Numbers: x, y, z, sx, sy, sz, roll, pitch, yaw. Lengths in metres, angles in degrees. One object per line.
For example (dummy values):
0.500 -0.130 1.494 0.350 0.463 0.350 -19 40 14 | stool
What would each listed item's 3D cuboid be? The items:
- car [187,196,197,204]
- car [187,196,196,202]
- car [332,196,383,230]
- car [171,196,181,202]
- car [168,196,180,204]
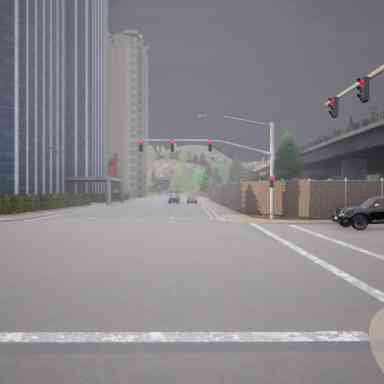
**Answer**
0.009 1.564 64.585 1.994 1.385 4.181 0 0 0 | car
-0.104 1.595 74.547 1.895 1.301 4.718 0 0 0 | car
11.816 1.277 20.920 5.566 2.045 2.150 0 0 0 | car
-3.603 1.540 74.406 2.033 1.411 5.357 0 0 0 | car
-3.492 1.478 64.188 1.882 1.535 5.008 0 0 0 | car
